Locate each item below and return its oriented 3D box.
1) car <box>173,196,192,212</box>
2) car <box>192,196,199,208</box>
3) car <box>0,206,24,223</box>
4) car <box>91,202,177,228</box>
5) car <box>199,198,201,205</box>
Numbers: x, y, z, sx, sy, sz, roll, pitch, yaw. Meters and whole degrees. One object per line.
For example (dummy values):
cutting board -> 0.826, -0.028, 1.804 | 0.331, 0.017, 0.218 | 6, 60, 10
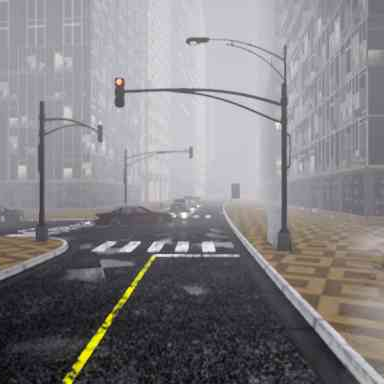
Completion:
car -> -1.433, 1.492, 38.631 | 1.837, 1.490, 4.892 | 0, 0, 5
car -> -0.550, 1.326, 48.312 | 2.097, 1.767, 4.553 | 0, 0, 6
car -> -16.478, 1.864, 28.157 | 4.403, 1.369, 2.008 | -1, 1, 10
car -> -4.051, 1.619, 22.576 | 5.357, 1.411, 2.033 | -1, 0, -25
car -> 0.583, 1.484, 58.491 | 1.812, 1.442, 4.674 | 0, 0, 7
